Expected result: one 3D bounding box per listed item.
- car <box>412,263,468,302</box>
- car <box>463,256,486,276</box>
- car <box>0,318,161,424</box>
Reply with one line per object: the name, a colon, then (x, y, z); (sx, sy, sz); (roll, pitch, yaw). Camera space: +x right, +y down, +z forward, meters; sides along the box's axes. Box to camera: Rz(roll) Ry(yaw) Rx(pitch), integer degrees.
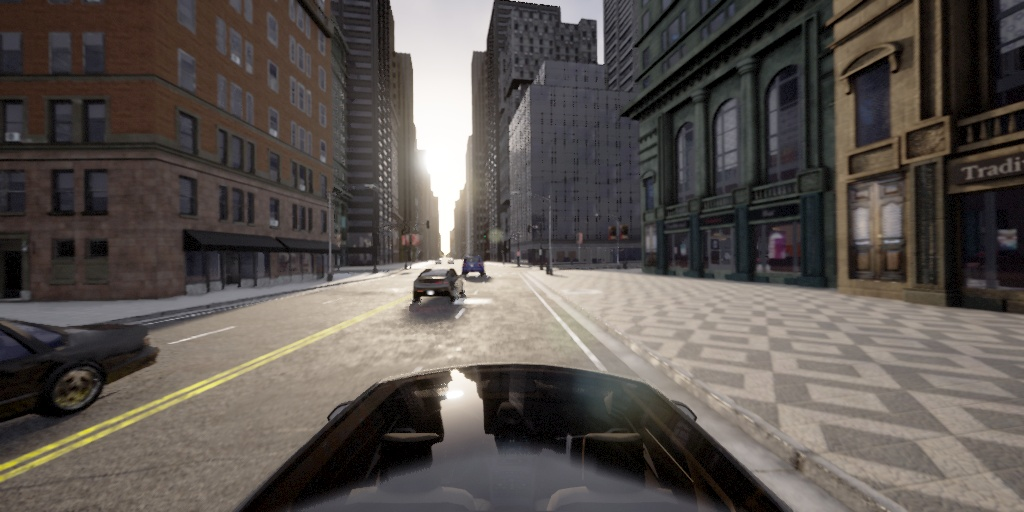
car: (-3.468, 1.298, 17.422); (1.837, 1.490, 4.892); (-1, 0, -1)
car: (-3.965, 1.021, 37.479); (2.150, 2.045, 5.566); (-1, 0, -2)
car: (-6.584, 1.389, 3.367); (2.033, 1.411, 5.357); (-1, 0, -1)
